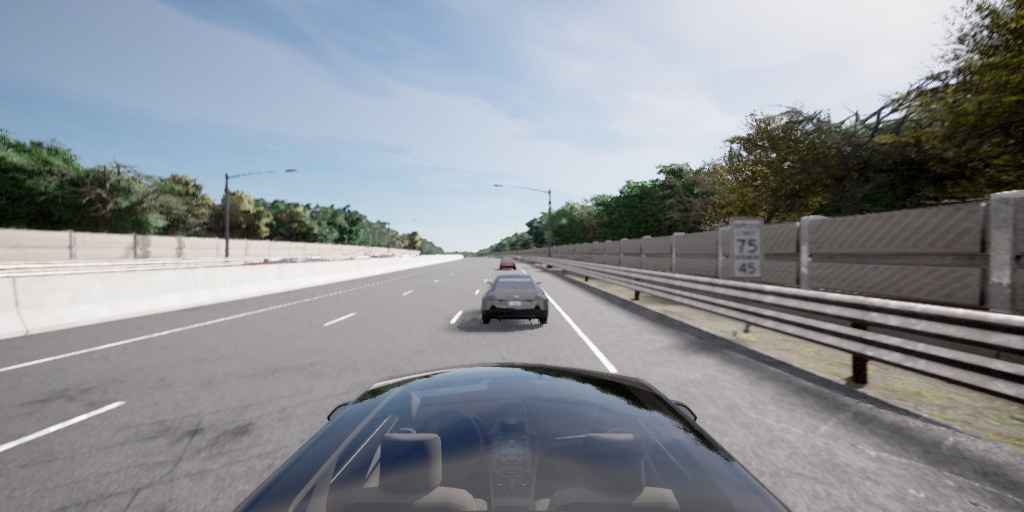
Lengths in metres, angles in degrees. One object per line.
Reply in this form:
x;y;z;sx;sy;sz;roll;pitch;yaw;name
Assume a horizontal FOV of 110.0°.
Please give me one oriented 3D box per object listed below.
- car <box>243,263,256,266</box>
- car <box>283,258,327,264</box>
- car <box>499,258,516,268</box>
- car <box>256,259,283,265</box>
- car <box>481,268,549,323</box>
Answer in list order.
-25.011;0.930;36.579;1.895;1.301;4.718;0;1;-1;car
-17.903;0.947;32.090;1.812;1.442;4.674;0;1;-1;car
-0.532;0.908;44.009;1.994;1.385;4.181;0;1;-2;car
-21.441;0.949;33.724;1.994;1.385;4.181;0;1;-1;car
0.078;1.263;11.879;1.994;1.385;4.181;0;0;0;car
